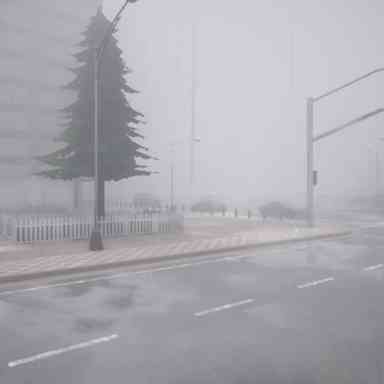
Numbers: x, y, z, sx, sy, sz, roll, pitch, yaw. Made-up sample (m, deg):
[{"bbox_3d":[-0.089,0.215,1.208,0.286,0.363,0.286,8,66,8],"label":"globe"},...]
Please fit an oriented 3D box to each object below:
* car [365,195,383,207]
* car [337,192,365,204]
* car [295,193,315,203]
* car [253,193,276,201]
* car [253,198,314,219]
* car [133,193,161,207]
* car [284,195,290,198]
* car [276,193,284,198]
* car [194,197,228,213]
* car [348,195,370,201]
[{"bbox_3d":[26.666,1.129,45.066,1.932,1.855,4.605,0,0,-36],"label":"car"},{"bbox_3d":[34.786,1.118,72.389,1.932,1.855,4.605,0,0,-36],"label":"car"},{"bbox_3d":[21.093,1.368,62.488,1.970,1.475,3.806,0,0,-36],"label":"car"},{"bbox_3d":[17.001,1.365,78.127,1.970,1.475,3.806,0,0,-36],"label":"car"},{"bbox_3d":[7.879,1.514,29.015,1.812,1.442,4.674,0,0,-34],"label":"car"},{"bbox_3d":[-6.706,1.203,49.252,2.150,2.045,5.566,0,1,-36],"label":"car"},{"bbox_3d":[21.510,1.121,81.412,1.932,1.855,4.605,0,0,-36],"label":"car"},{"bbox_3d":[19.357,1.332,79.811,1.784,1.438,3.905,0,0,-36],"label":"car"},{"bbox_3d":[2.037,1.552,37.088,1.994,1.385,4.181,0,0,-36],"label":"car"},{"bbox_3d":[37.179,1.327,74.022,1.784,1.438,3.905,0,0,-36],"label":"car"}]
